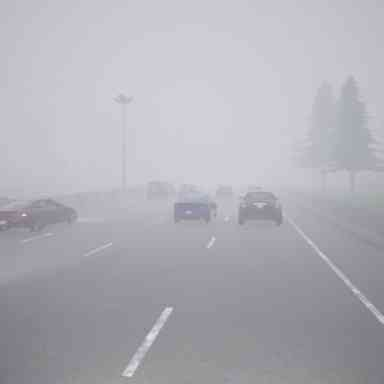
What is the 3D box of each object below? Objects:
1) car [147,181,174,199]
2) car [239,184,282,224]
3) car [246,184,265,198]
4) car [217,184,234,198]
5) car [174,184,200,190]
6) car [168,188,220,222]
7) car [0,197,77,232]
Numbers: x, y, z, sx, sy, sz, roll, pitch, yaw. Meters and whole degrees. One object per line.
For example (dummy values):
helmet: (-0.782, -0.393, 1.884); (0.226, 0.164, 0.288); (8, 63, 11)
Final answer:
car: (-3.481, -0.279, 37.848); (2.150, 2.045, 5.566); (0, 3, 10)
car: (3.711, 0.663, 18.357); (2.097, 1.767, 4.553); (0, 2, 10)
car: (7.450, -0.170, 39.337); (2.128, 1.511, 4.902); (0, 3, 10)
car: (3.986, -0.167, 39.842); (2.128, 1.511, 4.902); (0, 3, 10)
car: (-0.176, -0.109, 36.440); (2.097, 1.767, 4.553); (0, 3, 10)
car: (0.298, 0.778, 19.159); (1.882, 1.535, 5.008); (0, 3, 10)
car: (-7.376, 0.998, 15.990); (1.812, 1.442, 4.674); (0, 2, 10)
